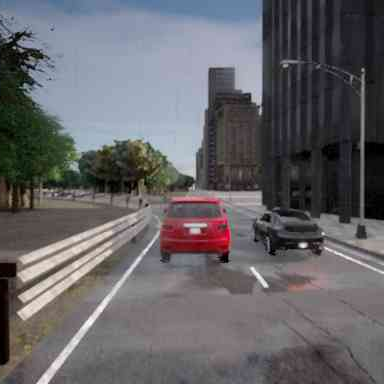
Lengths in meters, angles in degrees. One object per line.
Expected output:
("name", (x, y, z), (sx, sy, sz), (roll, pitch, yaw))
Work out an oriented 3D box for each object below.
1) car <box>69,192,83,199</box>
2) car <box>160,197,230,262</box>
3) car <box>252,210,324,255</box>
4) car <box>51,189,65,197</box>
("car", (-26.902, 0.792, 77.147), (4.892, 1.490, 1.837), (1, 1, 44))
("car", (0.095, 1.186, 12.146), (2.150, 2.045, 5.566), (0, 0, 0))
("car", (3.595, 1.466, 13.161), (1.837, 1.490, 4.892), (0, 0, 0))
("car", (-34.036, 0.202, 84.531), (2.150, 2.045, 5.566), (-1, 2, -39))
